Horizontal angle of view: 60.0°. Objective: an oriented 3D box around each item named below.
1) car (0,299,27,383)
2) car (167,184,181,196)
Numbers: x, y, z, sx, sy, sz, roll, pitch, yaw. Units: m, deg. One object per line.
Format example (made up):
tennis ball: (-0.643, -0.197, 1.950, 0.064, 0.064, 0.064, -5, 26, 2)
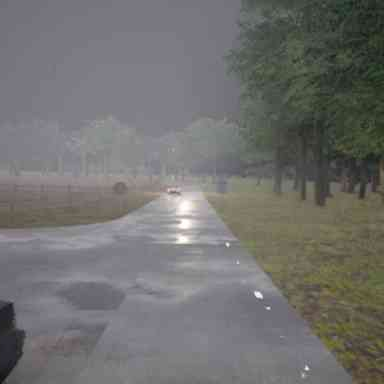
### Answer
car: (-2.750, 1.531, 1.338, 2.033, 1.411, 5.357, 0, 1, 0)
car: (-2.776, -0.352, 51.596, 2.097, 1.767, 4.553, 0, 2, 0)
